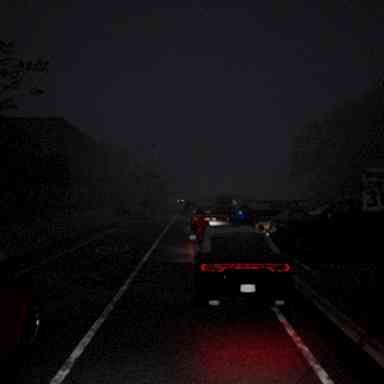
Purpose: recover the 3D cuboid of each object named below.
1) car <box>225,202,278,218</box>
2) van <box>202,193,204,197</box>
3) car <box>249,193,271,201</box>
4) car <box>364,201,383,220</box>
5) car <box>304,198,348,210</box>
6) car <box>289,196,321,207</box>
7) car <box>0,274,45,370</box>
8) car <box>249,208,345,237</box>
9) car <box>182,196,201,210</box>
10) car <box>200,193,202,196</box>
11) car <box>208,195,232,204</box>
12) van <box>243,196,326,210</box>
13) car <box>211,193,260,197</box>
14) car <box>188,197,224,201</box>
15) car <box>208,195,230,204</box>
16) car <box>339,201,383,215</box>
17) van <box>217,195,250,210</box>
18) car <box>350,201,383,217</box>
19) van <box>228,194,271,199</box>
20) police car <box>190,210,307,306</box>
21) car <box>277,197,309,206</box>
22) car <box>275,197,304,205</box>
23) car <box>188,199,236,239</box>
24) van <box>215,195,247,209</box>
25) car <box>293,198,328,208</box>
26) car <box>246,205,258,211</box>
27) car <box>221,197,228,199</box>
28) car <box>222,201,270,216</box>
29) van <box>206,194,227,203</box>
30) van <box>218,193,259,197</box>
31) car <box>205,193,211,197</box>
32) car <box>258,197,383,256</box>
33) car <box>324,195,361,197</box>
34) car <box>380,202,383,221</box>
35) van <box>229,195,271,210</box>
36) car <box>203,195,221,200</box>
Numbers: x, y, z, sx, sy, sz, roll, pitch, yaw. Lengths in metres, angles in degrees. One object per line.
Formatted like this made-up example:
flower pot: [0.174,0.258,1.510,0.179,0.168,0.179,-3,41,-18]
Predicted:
car: [5.713,1.708,32.575,4.792,1.488,2.163,0,0,0]
van: [5.451,1.392,85.844,4.442,1.987,1.878,0,0,0]
car: [18.606,1.358,91.703,5.566,2.045,2.435,0,0,0]
car: [18.952,1.667,30.506,5.366,1.575,1.946,0,0,0]
car: [18.918,1.677,47.163,5.366,1.575,1.946,0,0,0]
car: [18.745,1.541,55.492,4.553,1.767,2.185,0,0,0]
car: [-3.252,1.586,3.419,1.994,1.385,4.181,0,0,0]
car: [5.717,1.642,18.557,4.674,1.452,2.002,0,0,0]
car: [-0.019,1.662,45.709,1.882,1.535,5.008,0,0,0]
car: [5.741,1.606,91.452,5.366,1.575,1.946,0,0,0]
car: [5.579,1.523,66.222,4.553,1.767,2.185,0,0,0]
van: [5.825,1.394,21.362,4.442,1.987,1.878,0,0,0]
car: [5.631,1.433,43.795,5.566,2.045,2.435,0,0,0]
car: [0.956,1.485,24.233,2.097,1.767,4.553,0,0,0]
car: [5.573,1.519,69.025,4.553,1.767,2.185,0,0,0]
car: [18.784,1.715,36.060,4.792,1.488,2.163,0,0,0]
van: [5.770,1.454,46.599,4.442,1.987,1.878,0,0,0]
car: [18.732,1.712,33.277,4.792,1.488,2.163,0,0,0]
van: [5.806,1.440,29.774,4.442,1.987,1.878,0,0,0]
police car: [0.969,1.478,8.353,1.930,1.638,5.238,0,0,0]
car: [18.516,1.655,61.042,5.366,1.575,1.946,0,0,0]
car: [18.701,1.655,63.819,4.892,1.521,2.231,0,0,0]
car: [0.961,1.458,18.226,2.097,1.767,4.553,0,0,0]
van: [5.764,1.450,49.402,4.442,1.987,1.878,0,0,0]
car: [18.691,1.701,52.715,4.792,1.488,2.163,0,0,0]
car: [5.535,1.581,15.754,5.366,1.575,1.946,0,0,0]
car: [5.678,1.688,38.187,4.892,1.521,2.231,0,0,0]
car: [5.675,1.724,35.383,4.674,1.452,2.002,0,0,0]
van: [5.476,1.410,74.631,4.442,1.987,1.878,0,0,0]
van: [5.782,1.463,40.994,4.442,1.987,1.878,0,0,0]
car: [5.594,1.406,60.615,5.566,2.045,2.435,0,0,0]
car: [5.698,1.315,12.952,5.566,2.045,2.435,0,0,0]
car: [18.721,1.437,38.835,5.566,2.045,2.435,0,0,0]
car: [18.768,1.657,27.728,5.008,1.535,2.097,0,0,0]
van: [5.579,1.428,26.972,4.442,1.987,1.878,0,0,0]
car: [5.545,1.605,94.252,5.008,1.535,2.097,0,0,0]
